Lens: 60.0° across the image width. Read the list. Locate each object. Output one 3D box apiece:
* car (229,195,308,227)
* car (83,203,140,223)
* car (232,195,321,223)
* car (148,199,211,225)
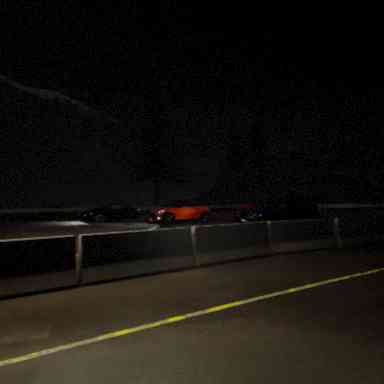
[{"bbox_3d":[5.552,1.247,24.050,5.566,2.045,2.150,0,0,-30],"label":"car"},{"bbox_3d":[-6.055,1.533,25.155,4.181,1.385,1.994,0,0,-32],"label":"car"},{"bbox_3d":[5.202,1.245,19.813,5.566,2.045,2.150,0,0,-30],"label":"car"},{"bbox_3d":[-0.917,1.346,24.240,4.553,1.767,2.097,0,0,-31],"label":"car"}]
